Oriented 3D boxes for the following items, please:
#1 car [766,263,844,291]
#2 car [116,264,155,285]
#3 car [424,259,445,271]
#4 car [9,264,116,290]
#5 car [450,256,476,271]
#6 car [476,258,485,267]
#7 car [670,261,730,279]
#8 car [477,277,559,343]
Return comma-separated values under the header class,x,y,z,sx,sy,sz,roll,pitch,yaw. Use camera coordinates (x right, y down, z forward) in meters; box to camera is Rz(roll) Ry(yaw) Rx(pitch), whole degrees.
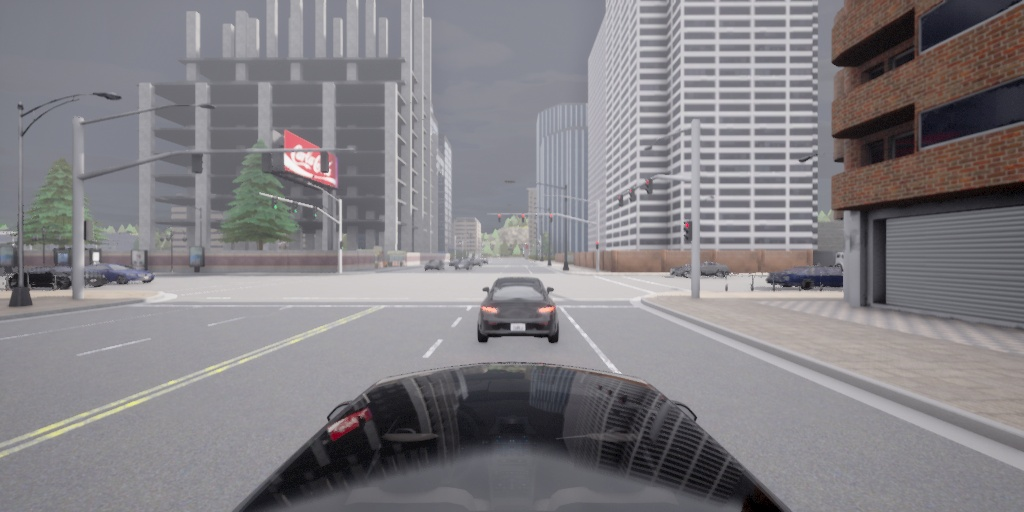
class,x,y,z,sx,sy,sz,roll,pitch,yaw
car,18.264,1.275,21.304,5.357,1.411,2.033,0,0,2
car,-27.852,1.250,25.034,4.674,1.442,1.812,0,0,0
car,-10.057,1.202,46.794,1.837,1.490,4.892,0,1,1
car,-27.125,1.292,21.529,4.181,1.385,1.994,0,0,0
car,-6.533,1.187,48.557,2.128,1.511,4.902,0,0,1
car,-6.322,1.186,62.997,1.837,1.490,4.892,0,0,1
car,16.651,1.207,31.925,4.902,1.511,2.128,0,0,0
car,0.161,1.267,9.513,1.812,1.442,4.674,0,0,1
